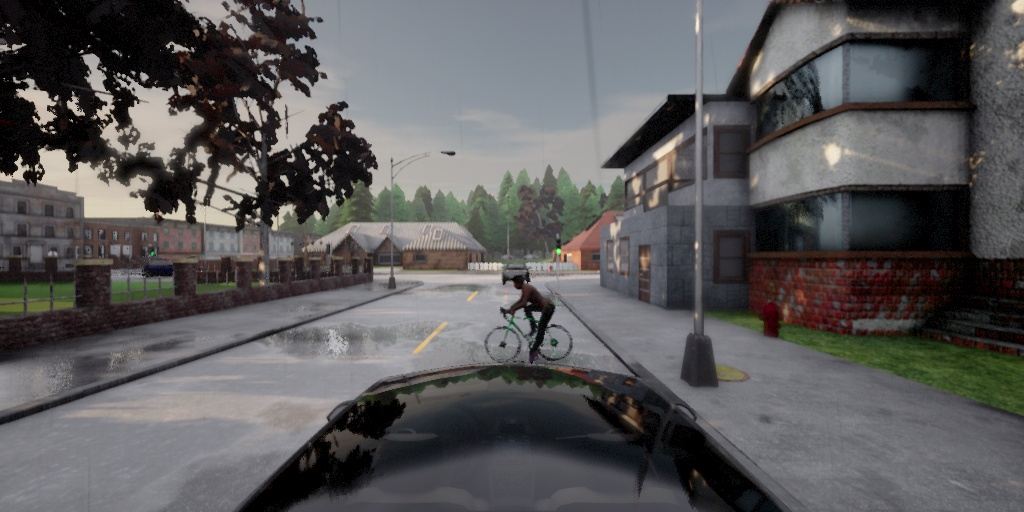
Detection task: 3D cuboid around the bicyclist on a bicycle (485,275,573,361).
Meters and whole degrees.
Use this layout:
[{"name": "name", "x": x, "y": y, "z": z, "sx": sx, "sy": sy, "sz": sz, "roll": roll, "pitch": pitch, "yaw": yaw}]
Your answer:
[{"name": "bicyclist on a bicycle", "x": 0.299, "y": 1.181, "z": 6.710, "sx": 1.656, "sy": 1.620, "sz": 0.582, "roll": -2, "pitch": 0, "yaw": 0}]

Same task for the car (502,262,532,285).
[{"name": "car", "x": 0.372, "y": 1.198, "z": 25.760, "sx": 2.128, "sy": 1.511, "sz": 4.902, "roll": 0, "pitch": 0, "yaw": 4}]

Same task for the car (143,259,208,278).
[{"name": "car", "x": -29.718, "y": 1.048, "z": 31.814, "sx": 4.553, "sy": 1.767, "sz": 2.097, "roll": 0, "pitch": 0, "yaw": 1}]
